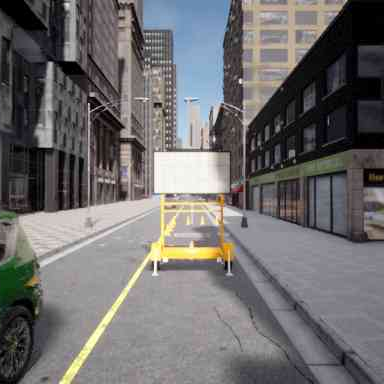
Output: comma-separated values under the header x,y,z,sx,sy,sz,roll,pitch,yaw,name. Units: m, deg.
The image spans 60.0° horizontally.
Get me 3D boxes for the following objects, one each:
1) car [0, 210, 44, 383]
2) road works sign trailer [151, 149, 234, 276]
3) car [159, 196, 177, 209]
x,y,z,sx,sy,sz,roll,pitch,yaw,name
-3.100,1.222,2.335,2.150,2.045,5.566,0,0,0,car
0.007,0.467,10.360,2.380,3.560,2.880,0,0,0,road works sign trailer
-3.093,1.580,45.420,1.812,1.442,4.674,0,0,0,car
